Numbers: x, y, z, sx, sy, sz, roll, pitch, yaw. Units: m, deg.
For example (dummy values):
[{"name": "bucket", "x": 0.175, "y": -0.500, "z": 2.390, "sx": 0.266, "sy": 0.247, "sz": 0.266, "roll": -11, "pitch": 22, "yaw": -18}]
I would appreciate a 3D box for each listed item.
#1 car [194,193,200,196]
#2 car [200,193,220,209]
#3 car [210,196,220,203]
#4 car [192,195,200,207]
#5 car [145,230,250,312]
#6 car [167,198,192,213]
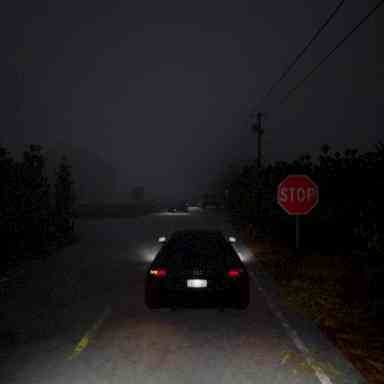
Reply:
[{"name": "car", "x": 1.330, "y": 1.214, "z": 67.701, "sx": 2.150, "sy": 2.045, "sz": 5.566, "roll": 0, "pitch": 0, "yaw": 6}, {"name": "car", "x": 2.629, "y": 1.217, "z": 45.743, "sx": 2.150, "sy": 2.045, "sz": 5.566, "roll": 0, "pitch": 0, "yaw": 5}, {"name": "car", "x": 4.905, "y": 1.547, "z": 71.513, "sx": 1.994, "sy": 1.385, "sz": 4.181, "roll": 0, "pitch": 0, "yaw": 5}, {"name": "car", "x": -0.223, "y": 1.596, "z": 51.703, "sx": 1.895, "sy": 1.301, "sz": 4.718, "roll": 0, "pitch": 0, "yaw": 5}, {"name": "car", "x": 0.123, "y": 1.564, "z": 7.812, "sx": 1.994, "sy": 1.385, "sz": 4.181, "roll": 0, "pitch": 0, "yaw": 1}, {"name": "car", "x": -1.532, "y": 1.544, "z": 37.618, "sx": 2.033, "sy": 1.411, "sz": 5.357, "roll": 0, "pitch": 0, "yaw": 5}]
